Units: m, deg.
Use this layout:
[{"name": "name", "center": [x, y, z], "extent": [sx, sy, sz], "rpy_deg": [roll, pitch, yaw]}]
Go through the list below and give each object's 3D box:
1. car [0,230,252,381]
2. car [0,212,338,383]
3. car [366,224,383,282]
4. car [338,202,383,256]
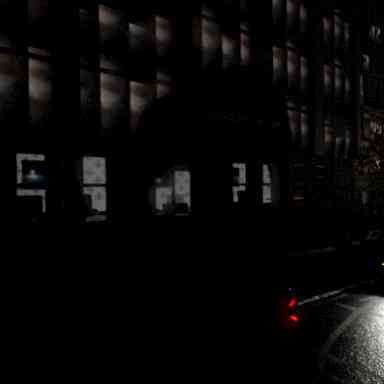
[{"name": "car", "center": [-1.179, 1.568, 5.905], "extent": [4.313, 1.339, 1.947], "rpy_deg": [0, -1, -36]}, {"name": "car", "center": [-1.570, 1.226, 2.251], "extent": [5.566, 2.045, 2.150], "rpy_deg": [0, 0, -36]}, {"name": "car", "center": [6.773, 1.528, 8.305], "extent": [5.357, 1.411, 2.033], "rpy_deg": [0, 0, -36]}, {"name": "car", "center": [7.203, 1.293, 11.962], "extent": [5.009, 1.841, 2.192], "rpy_deg": [0, -1, -36]}]
